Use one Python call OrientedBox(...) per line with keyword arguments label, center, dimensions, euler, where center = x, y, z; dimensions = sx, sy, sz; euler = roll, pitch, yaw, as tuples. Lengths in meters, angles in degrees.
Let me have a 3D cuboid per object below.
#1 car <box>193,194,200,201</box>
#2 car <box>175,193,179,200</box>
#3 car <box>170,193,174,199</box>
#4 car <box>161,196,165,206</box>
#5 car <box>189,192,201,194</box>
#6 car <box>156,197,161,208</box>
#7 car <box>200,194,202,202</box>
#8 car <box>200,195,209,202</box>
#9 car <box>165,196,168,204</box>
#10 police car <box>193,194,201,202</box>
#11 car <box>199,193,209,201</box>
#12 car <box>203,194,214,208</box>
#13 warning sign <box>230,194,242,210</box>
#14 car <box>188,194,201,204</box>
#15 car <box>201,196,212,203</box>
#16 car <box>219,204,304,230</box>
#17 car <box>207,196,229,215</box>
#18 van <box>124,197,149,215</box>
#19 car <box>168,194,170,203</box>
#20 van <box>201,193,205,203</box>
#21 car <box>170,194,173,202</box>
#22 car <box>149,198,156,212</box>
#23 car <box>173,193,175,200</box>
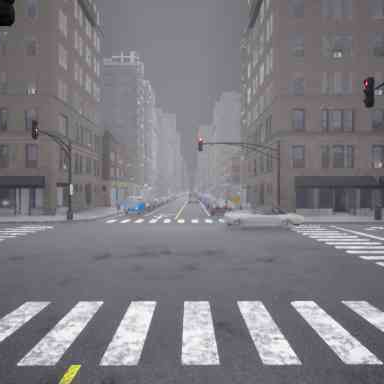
OrientedBox(label="car", center=(1.179, 1.446, 89.537), dimensions=(1.801, 1.575, 5.366), euler=(0, 0, 0))
OrientedBox(label="car", center=(-5.464, 1.305, 90.062), dimensions=(2.192, 1.841, 5.009), euler=(0, 0, 0))
OrientedBox(label="car", center=(-5.539, 1.542, 73.057), dimensions=(1.887, 1.381, 4.507), euler=(0, 0, 0))
OrientedBox(label="car", center=(-5.639, 1.584, 50.385), dimensions=(1.802, 1.307, 4.206), euler=(0, 0, 0))
OrientedBox(label="car", center=(0.319, 1.037, 72.949), dimensions=(2.150, 2.045, 5.566), euler=(0, 0, 0))
OrientedBox(label="car", center=(-5.664, 1.568, 44.716), dimensions=(1.947, 1.339, 4.313), euler=(0, 0, 0))
OrientedBox(label="car", center=(2.937, 1.526, 61.860), dimensions=(1.752, 1.417, 4.829), euler=(0, 0, 0))
OrientedBox(label="car", center=(3.012, 1.435, 78.698), dimensions=(1.967, 1.590, 4.097), euler=(0, 0, 0))
OrientedBox(label="car", center=(-5.615, 1.567, 56.053), dimensions=(1.947, 1.339, 4.313), euler=(0, 0, 0))
OrientedBox(label="police car", center=(1.144, 1.420, 79.442), dimensions=(1.930, 1.638, 5.238), euler=(0, 0, -1))
OrientedBox(label="car", center=(3.036, 1.307, 84.367), dimensions=(2.192, 1.841, 5.009), euler=(0, 0, 0))
OrientedBox(label="car", center=(2.861, 1.442, 44.682), dimensions=(1.967, 1.590, 4.097), euler=(0, 0, 0))
OrientedBox(label="warning sign", center=(5.239, 1.117, 39.328), dimensions=(1.300, 1.860, 1.060), euler=(0, 0, 0))
OrientedBox(label="car", center=(0.275, 1.564, 62.915), dimensions=(1.994, 1.385, 4.181), euler=(0, 0, 0))
OrientedBox(label="car", center=(2.962, 1.550, 67.359), dimensions=(2.008, 1.369, 4.403), euler=(0, 0, 0))
OrientedBox(label="car", center=(4.297, 1.602, 20.624), dimensions=(4.718, 1.301, 1.895), euler=(0, 0, 0))
OrientedBox(label="car", center=(2.811, 1.441, 33.344), dimensions=(1.967, 1.590, 4.097), euler=(0, 0, 0))
OrientedBox(label="van", center=(-5.715, 1.342, 33.380), dimensions=(1.690, 1.788, 3.998), euler=(0, 0, 0))
OrientedBox(label="car", center=(-5.590, 1.526, 61.551), dimensions=(1.752, 1.417, 4.829), euler=(0, 0, 0))
OrientedBox(label="van", center=(2.911, 1.342, 56.021), dimensions=(1.690, 1.788, 3.998), euler=(0, 0, 0))
OrientedBox(label="car", center=(-5.564, 1.565, 67.389), dimensions=(1.947, 1.339, 4.313), euler=(0, 0, 0))
OrientedBox(label="car", center=(-5.690, 1.442, 39.048), dimensions=(1.967, 1.590, 4.097), euler=(0, 0, 0))
OrientedBox(label="car", center=(-5.515, 1.520, 78.556), dimensions=(1.752, 1.417, 4.829), euler=(0, 0, 0))
